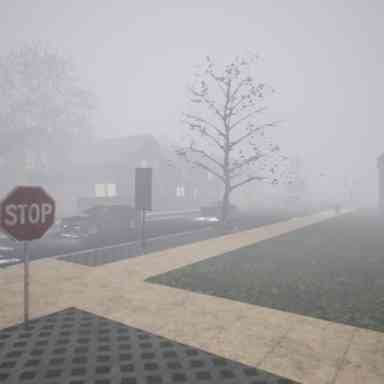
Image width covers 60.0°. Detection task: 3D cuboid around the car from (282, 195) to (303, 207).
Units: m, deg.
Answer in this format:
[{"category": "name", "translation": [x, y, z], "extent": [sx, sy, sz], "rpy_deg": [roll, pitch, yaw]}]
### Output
[{"category": "car", "translation": [14.072, 1.251, 46.481], "extent": [1.837, 1.490, 4.892], "rpy_deg": [1, 0, 34]}]

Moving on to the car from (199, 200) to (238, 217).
[{"category": "car", "translation": [2.402, 1.407, 29.282], "extent": [1.994, 1.385, 4.181], "rpy_deg": [1, 1, 34]}]

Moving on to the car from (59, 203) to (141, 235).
[{"category": "car", "translation": [-4.910, 1.416, 18.402], "extent": [1.837, 1.490, 4.892], "rpy_deg": [1, 1, 34]}]
